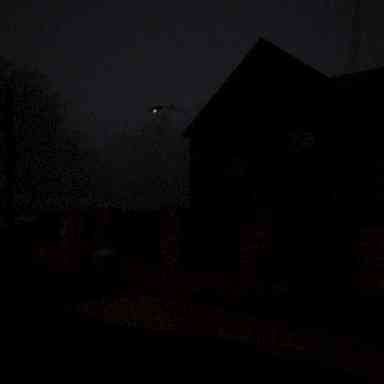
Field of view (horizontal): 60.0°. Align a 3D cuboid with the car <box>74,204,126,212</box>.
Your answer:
[{"bbox_3d":[-7.850,1.908,29.910,1.812,1.442,4.674,-1,-1,36],"label":"car"}]

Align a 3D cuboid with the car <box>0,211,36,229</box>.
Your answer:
[{"bbox_3d":[-13.164,1.952,22.423,1.895,1.301,4.718,-1,-1,35],"label":"car"}]

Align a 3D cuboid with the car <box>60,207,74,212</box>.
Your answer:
[{"bbox_3d":[-10.437,1.934,31.878,1.837,1.490,4.892,-1,-1,36],"label":"car"}]

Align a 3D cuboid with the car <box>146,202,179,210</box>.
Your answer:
[{"bbox_3d":[-3.627,1.957,41.438,2.128,1.511,4.902,-1,-1,36],"label":"car"}]
